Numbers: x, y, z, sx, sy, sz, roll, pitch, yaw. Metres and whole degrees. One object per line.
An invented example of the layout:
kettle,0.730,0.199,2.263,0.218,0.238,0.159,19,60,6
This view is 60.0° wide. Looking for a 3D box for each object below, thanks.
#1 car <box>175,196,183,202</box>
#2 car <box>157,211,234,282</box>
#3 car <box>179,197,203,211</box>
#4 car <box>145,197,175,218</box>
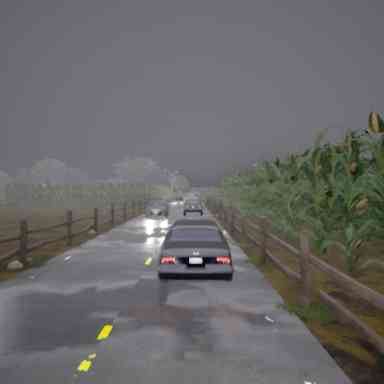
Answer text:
car,-2.737,1.381,68.864,1.895,1.301,4.718,0,0,0
car,0.088,1.505,9.647,2.033,1.411,5.357,0,0,0
car,0.105,1.405,32.394,2.033,1.411,5.357,0,0,0
car,-2.844,1.366,28.513,2.128,1.511,4.902,0,0,0
